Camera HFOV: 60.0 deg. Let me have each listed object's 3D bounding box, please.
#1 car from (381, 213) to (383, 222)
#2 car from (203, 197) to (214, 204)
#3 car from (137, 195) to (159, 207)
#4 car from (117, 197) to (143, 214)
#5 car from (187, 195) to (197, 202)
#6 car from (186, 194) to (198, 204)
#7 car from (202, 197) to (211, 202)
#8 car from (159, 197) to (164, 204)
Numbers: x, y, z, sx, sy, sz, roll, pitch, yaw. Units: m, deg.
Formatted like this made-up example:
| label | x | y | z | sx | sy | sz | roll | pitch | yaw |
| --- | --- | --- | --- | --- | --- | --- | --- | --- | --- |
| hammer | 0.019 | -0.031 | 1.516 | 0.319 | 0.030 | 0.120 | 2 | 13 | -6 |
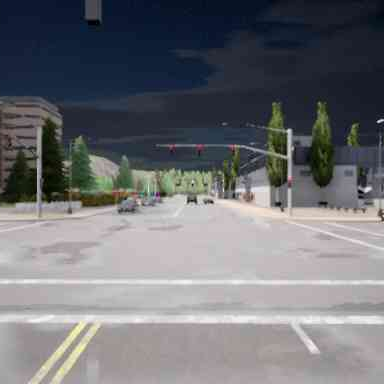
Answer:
| label | x | y | z | sx | sy | sz | roll | pitch | yaw |
| --- | --- | --- | --- | --- | --- | --- | --- | --- | --- |
| car | 15.814 | 1.591 | 23.191 | 4.892 | 1.490 | 1.837 | 0 | 0 | -1 |
| car | 3.502 | 1.854 | 68.416 | 1.895 | 1.301 | 4.718 | 0 | 0 | 0 |
| car | -7.059 | 1.694 | 54.003 | 2.128 | 1.511 | 4.902 | 0 | 0 | 0 |
| car | -7.097 | 1.644 | 37.436 | 1.837 | 1.490 | 4.892 | 0 | 0 | 0 |
| car | 0.002 | 1.504 | 78.666 | 2.097 | 1.767 | 4.553 | 0 | 0 | 0 |
| car | 0.002 | 1.477 | 68.044 | 2.150 | 2.045 | 5.566 | 0 | 0 | 0 |
| car | 3.502 | 1.745 | 78.725 | 1.895 | 1.301 | 4.718 | 0 | 0 | 0 |
| car | -6.998 | 1.794 | 69.603 | 2.033 | 1.411 | 5.357 | 0 | 0 | 0 |
